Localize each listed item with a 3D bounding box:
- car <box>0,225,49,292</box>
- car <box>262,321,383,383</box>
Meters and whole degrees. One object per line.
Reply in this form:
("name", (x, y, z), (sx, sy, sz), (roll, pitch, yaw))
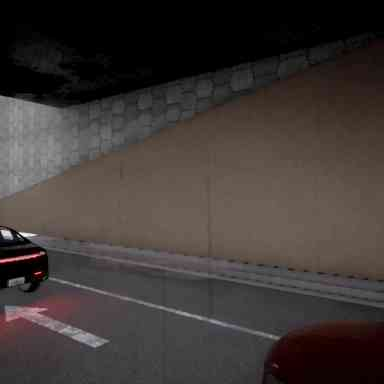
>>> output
("car", (-5.305, 1.491, 7.728), (4.902, 1.511, 2.128), (0, 0, 35))
("car", (2.702, 1.526, 1.957), (4.674, 1.442, 1.812), (0, 0, 36))
